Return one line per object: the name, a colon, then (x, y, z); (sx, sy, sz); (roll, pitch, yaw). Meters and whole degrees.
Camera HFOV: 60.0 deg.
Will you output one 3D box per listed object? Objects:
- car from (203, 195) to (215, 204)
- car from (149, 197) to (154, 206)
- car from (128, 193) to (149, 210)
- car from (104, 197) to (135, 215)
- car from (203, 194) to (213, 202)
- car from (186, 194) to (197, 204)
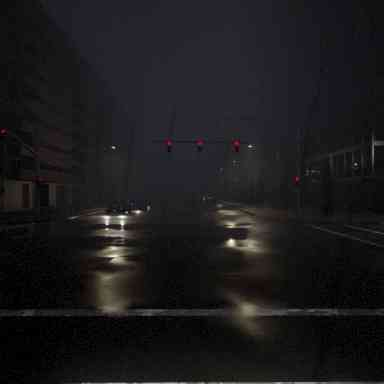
car: (3.453, 1.491, 64.709); (2.128, 1.511, 4.902); (0, 0, 1)
car: (-7.347, 1.547, 54.594); (2.033, 1.411, 5.357); (0, 0, 1)
car: (-7.457, 1.221, 44.130); (2.150, 2.045, 5.566); (0, 0, 1)
car: (-7.471, 1.526, 34.219); (1.812, 1.442, 4.674); (0, 0, 0)
car: (3.456, 1.355, 74.574); (2.097, 1.767, 4.553); (0, 0, 1)
car: (-0.046, 1.564, 64.617); (1.994, 1.385, 4.181); (0, 0, 1)
